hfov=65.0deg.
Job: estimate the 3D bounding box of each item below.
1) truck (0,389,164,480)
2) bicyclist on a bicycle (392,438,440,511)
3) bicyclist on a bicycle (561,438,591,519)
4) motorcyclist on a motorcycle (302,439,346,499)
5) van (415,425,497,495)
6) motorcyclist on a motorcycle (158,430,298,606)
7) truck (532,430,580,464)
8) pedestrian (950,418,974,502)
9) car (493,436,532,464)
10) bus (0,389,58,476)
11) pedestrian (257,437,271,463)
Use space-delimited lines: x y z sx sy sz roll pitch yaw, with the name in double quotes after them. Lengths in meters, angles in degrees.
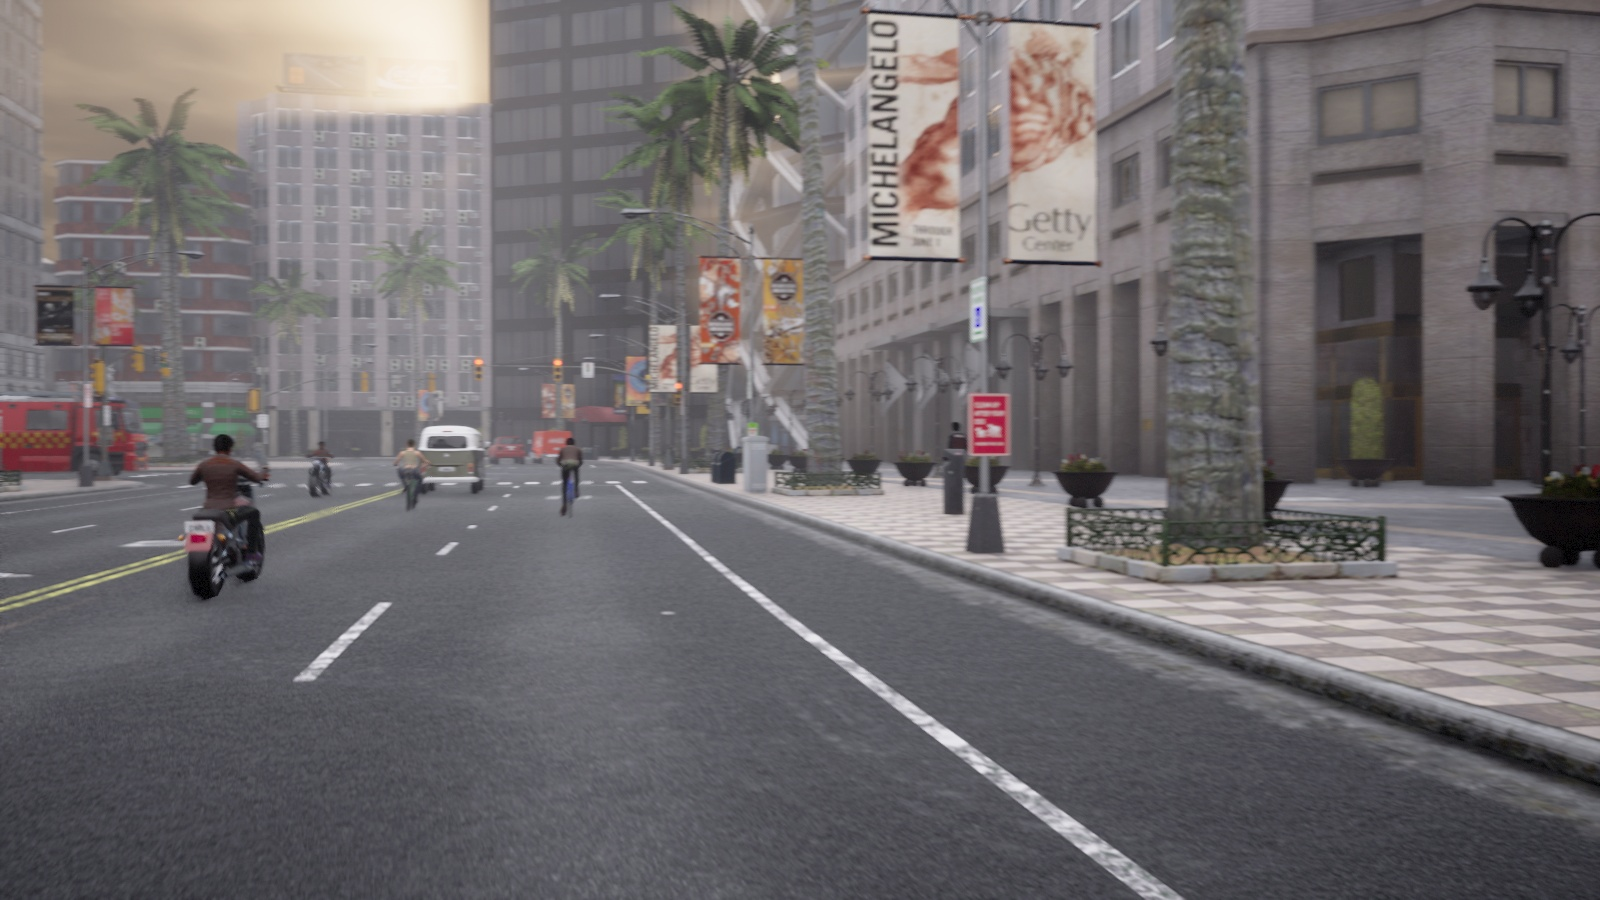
-32.518 -0.663 54.356 8.468 3.827 2.891 0 0 -15 "truck"
-8.657 0.540 28.383 0.866 1.612 1.509 0 0 -10 "bicyclist on a bicycle"
-4.610 0.563 25.772 0.582 1.620 1.656 0 0 -10 "bicyclist on a bicycle"
-13.600 0.520 35.956 0.766 1.649 2.350 0 0 -10 "motorcyclist on a motorcycle"
-10.553 0.271 38.771 2.069 2.038 4.480 0 0 -11 "van"
-5.854 0.635 13.000 0.766 1.649 2.350 0 0 -10 "motorcyclist on a motorcycle"
-18.625 -0.244 95.589 2.627 2.467 5.204 0 0 -22 "truck"
3.802 0.230 29.436 0.402 1.930 0.666 0 0 -8 "pedestrian"
-21.368 -0.019 93.117 2.150 2.045 5.566 0 0 -20 "car"
-43.381 -0.901 62.616 10.273 4.253 3.944 0 0 -10 "bus"
-38.303 -0.031 89.782 0.874 1.855 0.900 0 0 -19 "pedestrian"
